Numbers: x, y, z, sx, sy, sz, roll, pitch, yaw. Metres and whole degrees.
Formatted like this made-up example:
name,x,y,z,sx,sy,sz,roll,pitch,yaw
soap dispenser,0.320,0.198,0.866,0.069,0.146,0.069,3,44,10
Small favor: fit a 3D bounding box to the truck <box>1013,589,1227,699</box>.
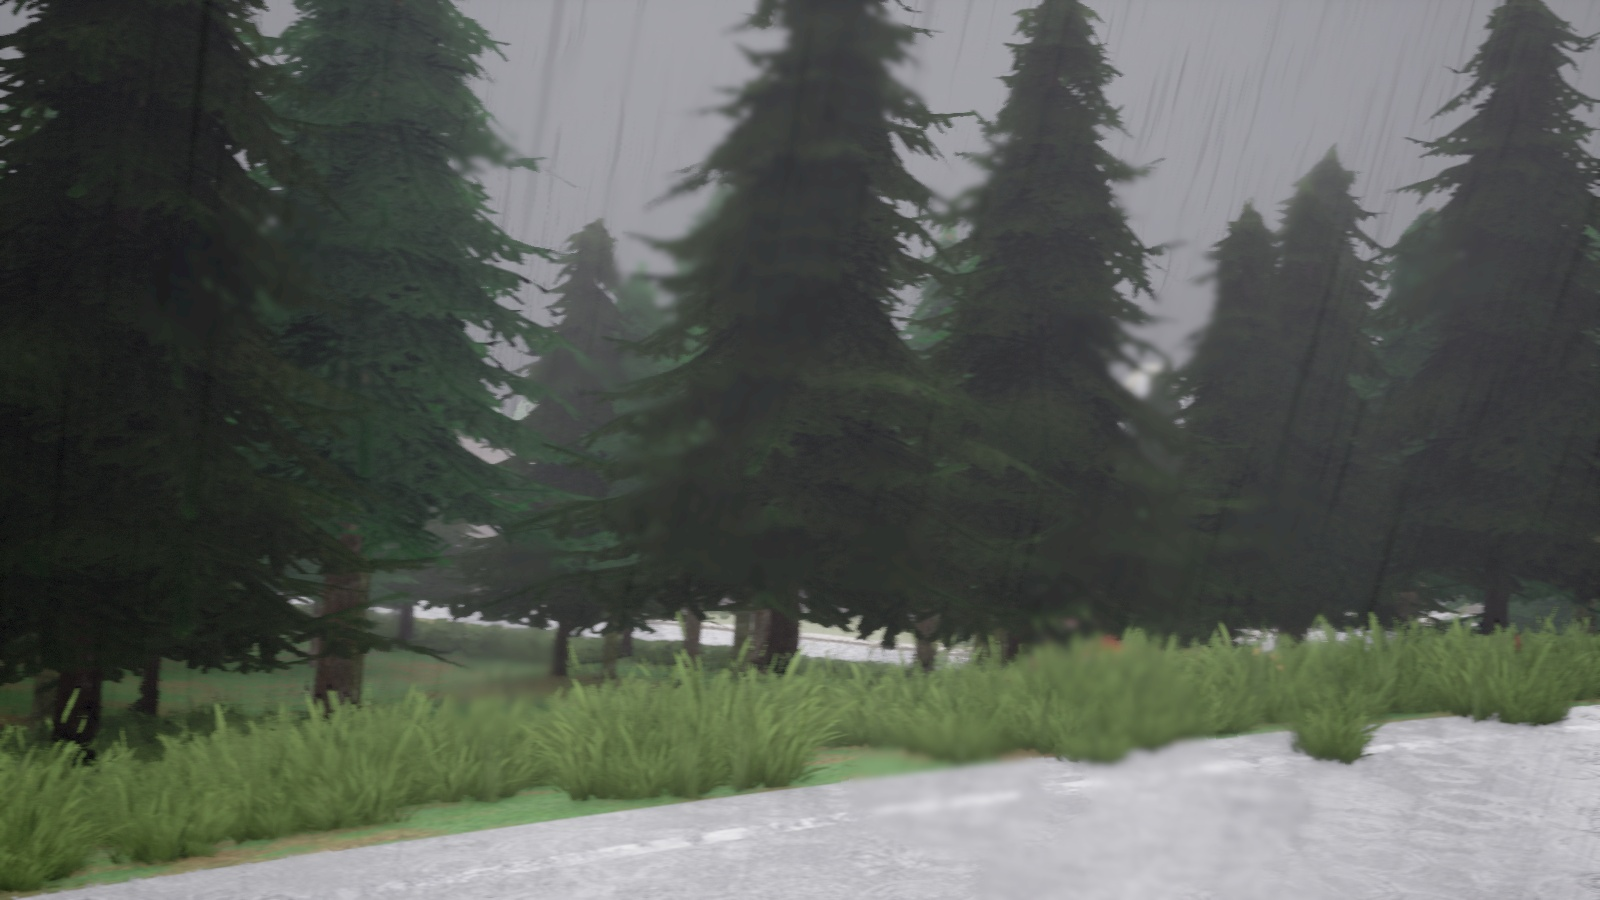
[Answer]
name,x,y,z,sx,sy,sz,roll,pitch,yaw
truck,13.903,8.436,55.041,8.468,3.827,2.891,4,-2,3
